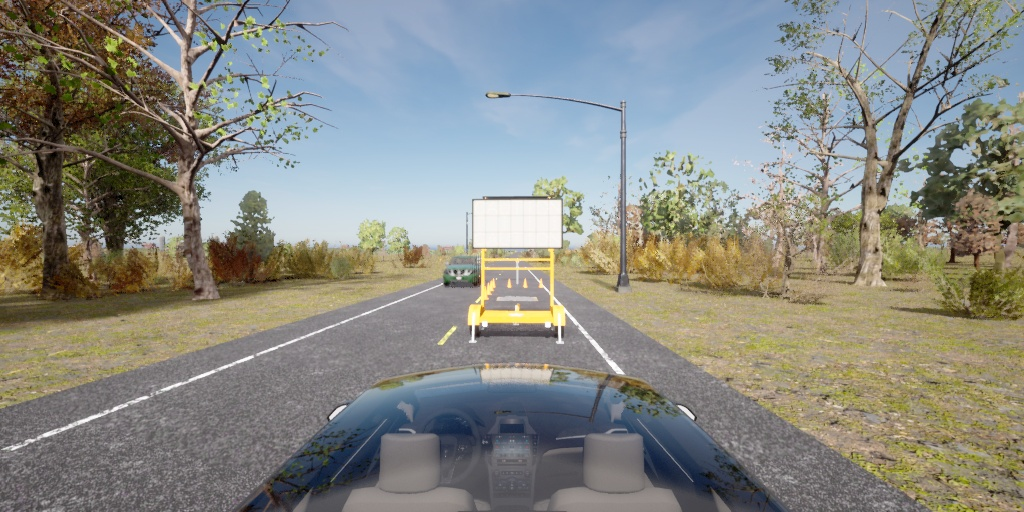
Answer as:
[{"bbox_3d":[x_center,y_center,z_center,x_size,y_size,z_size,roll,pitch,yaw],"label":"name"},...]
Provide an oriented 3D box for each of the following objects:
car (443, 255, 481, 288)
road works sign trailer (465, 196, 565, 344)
[{"bbox_3d":[-3.173,0.961,24.354,2.150,2.045,5.566,0,0,1],"label":"car"},{"bbox_3d":[0.148,0.211,9.626,2.380,3.560,2.880,0,0,2],"label":"road works sign trailer"}]
